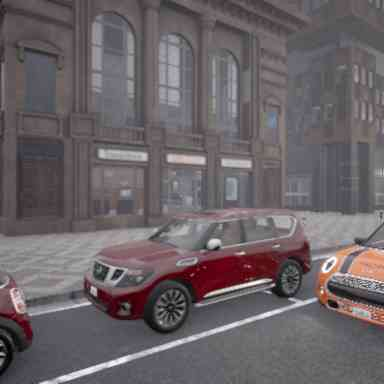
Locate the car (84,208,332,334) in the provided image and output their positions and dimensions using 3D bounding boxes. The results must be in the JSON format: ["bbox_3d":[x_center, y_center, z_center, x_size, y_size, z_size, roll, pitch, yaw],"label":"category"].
[{"bbox_3d":[0.431,1.309,6.952,5.009,1.841,2.192,0,0,-36],"label":"car"}]

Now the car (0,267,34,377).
[{"bbox_3d":[-4.130,1.442,3.699,4.097,1.590,1.967,0,0,-36],"label":"car"}]

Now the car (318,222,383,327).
[{"bbox_3d":[4.539,1.341,6.617,4.553,1.767,2.097,0,0,-36],"label":"car"}]
